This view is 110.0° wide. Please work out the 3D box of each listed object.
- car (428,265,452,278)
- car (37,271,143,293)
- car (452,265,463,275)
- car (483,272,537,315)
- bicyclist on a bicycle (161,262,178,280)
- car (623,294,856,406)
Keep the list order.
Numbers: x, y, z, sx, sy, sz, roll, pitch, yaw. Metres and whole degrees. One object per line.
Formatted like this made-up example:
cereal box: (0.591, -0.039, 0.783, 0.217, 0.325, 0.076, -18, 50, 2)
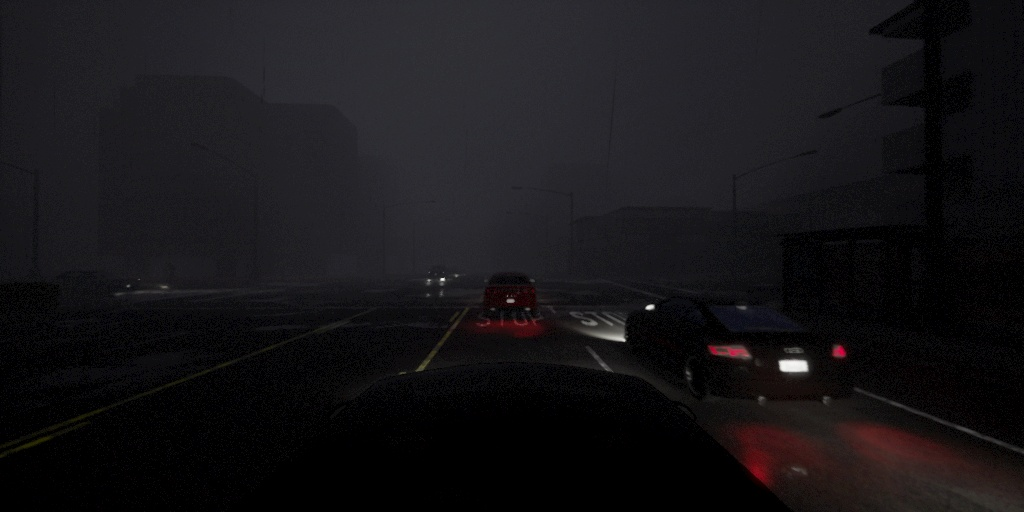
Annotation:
car: (-8.626, 1.827, 42.303, 1.837, 1.490, 4.892, 0, -1, -3)
car: (-26.519, 1.595, 22.678, 4.718, 1.301, 1.895, 0, -1, -2)
car: (-9.478, 2.244, 57.415, 1.882, 1.535, 5.008, 0, -2, -3)
car: (-0.110, 1.373, 14.463, 1.882, 1.535, 5.008, 0, 0, -1)
bicyclist on a bicycle: (-31.967, 1.421, 33.490, 0.582, 1.620, 1.656, 0, -1, -2)
car: (3.519, 1.367, 6.497, 1.994, 1.385, 4.181, 0, -1, 0)
